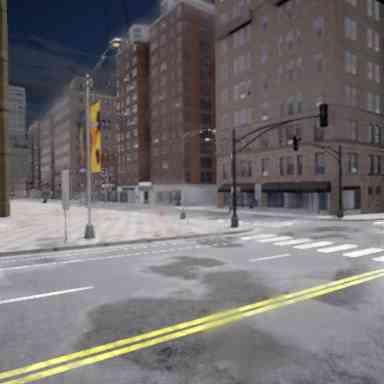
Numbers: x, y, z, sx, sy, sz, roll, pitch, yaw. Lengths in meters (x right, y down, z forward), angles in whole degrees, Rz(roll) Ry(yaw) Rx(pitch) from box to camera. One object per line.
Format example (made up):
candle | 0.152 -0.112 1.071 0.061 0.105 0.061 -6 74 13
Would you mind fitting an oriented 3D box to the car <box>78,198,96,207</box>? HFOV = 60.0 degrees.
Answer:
car | -18.416 1.761 58.157 1.837 1.490 4.892 -1 0 -35
